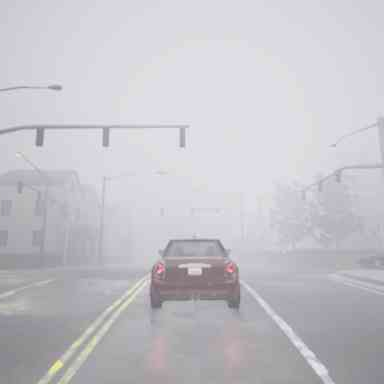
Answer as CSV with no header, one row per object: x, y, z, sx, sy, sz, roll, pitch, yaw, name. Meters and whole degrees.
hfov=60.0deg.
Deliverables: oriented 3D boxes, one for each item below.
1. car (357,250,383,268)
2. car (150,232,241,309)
16.213,5.482,27.442,4.892,1.490,1.837,0,-11,1,car
0.079,2.045,9.532,2.097,1.767,4.553,-1,-7,0,car
